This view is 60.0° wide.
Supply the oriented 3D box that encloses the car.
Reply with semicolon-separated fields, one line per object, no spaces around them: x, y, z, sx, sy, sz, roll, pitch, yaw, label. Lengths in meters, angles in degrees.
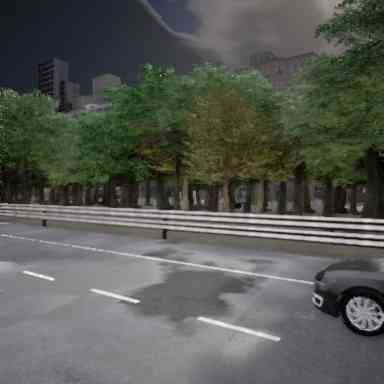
4.399;1.507;5.031;4.892;1.490;1.837;0;0;35;car
